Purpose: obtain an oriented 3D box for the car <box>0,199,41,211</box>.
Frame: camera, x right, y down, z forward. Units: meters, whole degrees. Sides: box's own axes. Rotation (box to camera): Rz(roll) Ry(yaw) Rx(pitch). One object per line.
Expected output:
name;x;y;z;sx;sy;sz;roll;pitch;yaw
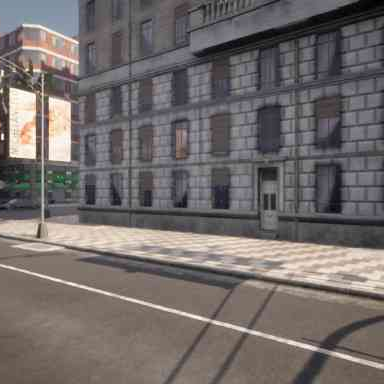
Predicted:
car;-20.990;1.547;40.527;2.033;1.411;5.357;0;0;36
